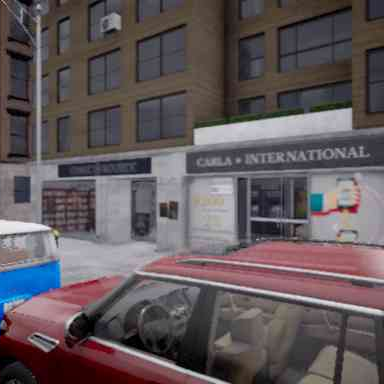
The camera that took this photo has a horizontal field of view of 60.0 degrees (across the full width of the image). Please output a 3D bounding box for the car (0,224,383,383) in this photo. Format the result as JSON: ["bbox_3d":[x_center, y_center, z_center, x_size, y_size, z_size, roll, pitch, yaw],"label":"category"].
[{"bbox_3d":[0.429,1.315,2.563,5.009,1.841,2.192,0,0,36],"label":"car"}]

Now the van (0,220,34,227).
[{"bbox_3d":[-3.974,1.342,5.701,3.998,1.788,1.690,0,0,36],"label":"van"}]
